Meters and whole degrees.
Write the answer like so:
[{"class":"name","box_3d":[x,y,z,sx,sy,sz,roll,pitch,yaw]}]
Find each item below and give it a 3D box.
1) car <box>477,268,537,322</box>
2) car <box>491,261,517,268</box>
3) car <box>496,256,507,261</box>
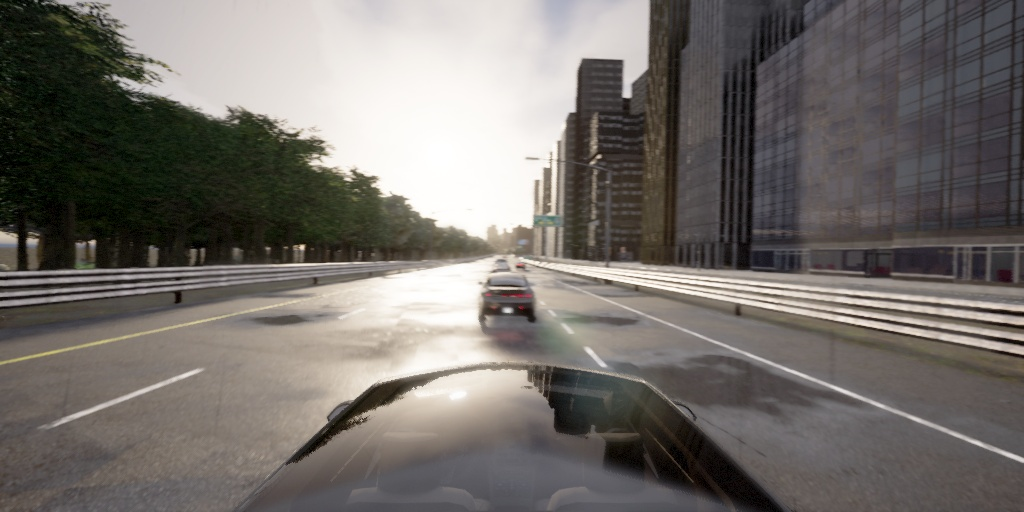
[{"class":"car","box_3d":[-0.199,1.353,12.870,1.837,1.490,4.892,1,-1,-2]},{"class":"car","box_3d":[-0.984,1.511,34.849,2.128,1.511,4.902,1,0,-2]},{"class":"car","box_3d":[-1.736,1.394,57.232,2.150,2.045,5.566,1,0,-2]}]
